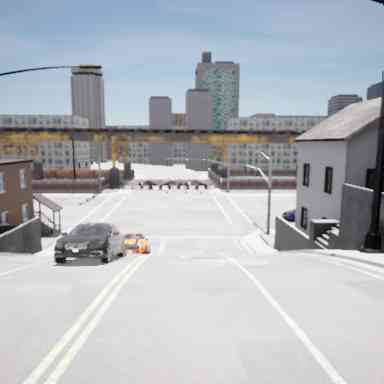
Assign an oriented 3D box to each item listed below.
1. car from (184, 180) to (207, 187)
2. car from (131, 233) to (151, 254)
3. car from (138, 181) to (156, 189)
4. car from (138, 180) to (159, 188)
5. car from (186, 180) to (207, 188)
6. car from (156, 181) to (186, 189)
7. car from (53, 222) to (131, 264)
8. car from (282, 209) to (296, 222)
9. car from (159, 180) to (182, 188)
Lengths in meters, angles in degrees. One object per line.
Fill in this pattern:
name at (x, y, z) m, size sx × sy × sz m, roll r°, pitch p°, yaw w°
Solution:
car at (0.830, -1.823, 71.064) m, size 4.536 × 1.218 × 1.853 m, roll 4°, pitch 9°, yaw 27°
car at (-4.237, 3.821, 24.423) m, size 2.097 × 1.767 × 4.553 m, roll 0°, pitch -11°, yaw -2°
car at (-9.082, -1.558, 70.077) m, size 4.974 × 1.542 × 2.038 m, roll 8°, pitch 11°, yaw 42°
car at (-9.120, -1.719, 70.089) m, size 4.536 × 1.218 × 1.853 m, roll 8°, pitch 11°, yaw 42°
car at (0.876, -1.664, 71.063) m, size 4.974 × 1.542 × 2.038 m, roll 4°, pitch 9°, yaw 27°
car at (-4.475, -1.556, 70.177) m, size 4.974 × 1.542 × 2.038 m, roll -6°, pitch 10°, yaw -37°
car at (-3.896, 1.977, 13.347) m, size 1.837 × 1.490 × 4.892 m, roll 0°, pitch -7°, yaw -2°
car at (13.261, 2.844, 40.789) m, size 4.181 × 1.385 × 1.994 m, roll 0°, pitch 8°, yaw -1°
car at (-4.433, -1.716, 70.186) m, size 4.536 × 1.218 × 1.853 m, roll -6°, pitch 10°, yaw -37°
